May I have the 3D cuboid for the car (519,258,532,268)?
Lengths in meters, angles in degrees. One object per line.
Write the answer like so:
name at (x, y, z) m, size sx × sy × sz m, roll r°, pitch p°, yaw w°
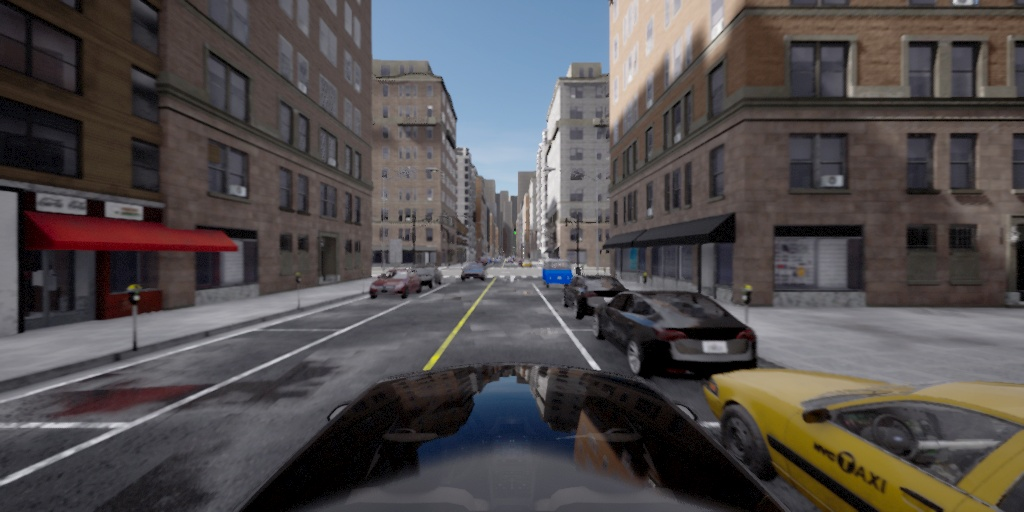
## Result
car at (2.643, 1.259, 62.830) m, size 1.751 × 1.417 × 4.829 m, roll 0°, pitch 0°, yaw -1°

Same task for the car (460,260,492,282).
car at (-3.017, 1.293, 29.620) m, size 2.033 × 1.411 × 5.357 m, roll 0°, pitch 0°, yaw 0°

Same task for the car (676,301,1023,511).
car at (2.856, 1.275, 1.847) m, size 1.751 × 1.417 × 4.829 m, roll 0°, pitch 0°, yaw 0°

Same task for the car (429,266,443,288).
car at (-5.671, 1.312, 23.460) m, size 1.948 × 1.339 × 4.313 m, roll 0°, pitch 0°, yaw 0°

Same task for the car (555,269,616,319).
car at (2.856, 1.314, 12.573) m, size 1.948 × 1.339 × 4.313 m, roll 0°, pitch 0°, yaw 0°

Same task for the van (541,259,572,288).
van at (2.854, 1.087, 23.470) m, size 1.690 × 1.789 × 3.998 m, roll 0°, pitch 0°, yaw 0°

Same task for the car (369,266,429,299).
car at (-5.670, 1.329, 18.009) m, size 1.802 × 1.307 × 4.207 m, roll 0°, pitch 0°, yaw 0°

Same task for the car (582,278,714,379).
car at (2.856, 1.315, 7.125) m, size 1.948 × 1.339 × 4.313 m, roll 0°, pitch 0°, yaw 0°
